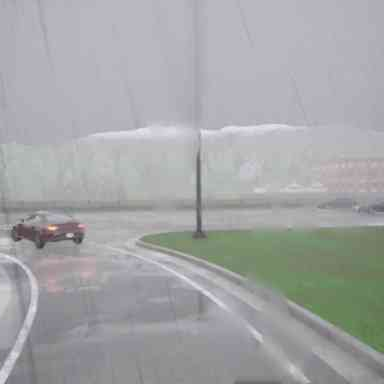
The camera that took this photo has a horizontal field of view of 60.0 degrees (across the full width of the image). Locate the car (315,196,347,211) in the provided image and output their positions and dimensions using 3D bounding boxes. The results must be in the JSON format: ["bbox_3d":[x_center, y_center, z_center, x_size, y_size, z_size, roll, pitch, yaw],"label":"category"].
[{"bbox_3d":[16.114,1.255,36.967,4.892,1.490,1.837,0,0,-7],"label":"car"}]

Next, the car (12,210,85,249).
[{"bbox_3d":[-6.429,1.550,14.833,1.812,1.442,4.674,-1,0,-44],"label":"car"}]

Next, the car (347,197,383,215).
[{"bbox_3d":[17.143,1.247,30.043,4.902,1.511,2.128,-1,0,-7],"label":"car"}]
